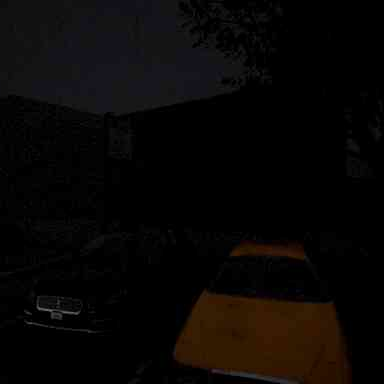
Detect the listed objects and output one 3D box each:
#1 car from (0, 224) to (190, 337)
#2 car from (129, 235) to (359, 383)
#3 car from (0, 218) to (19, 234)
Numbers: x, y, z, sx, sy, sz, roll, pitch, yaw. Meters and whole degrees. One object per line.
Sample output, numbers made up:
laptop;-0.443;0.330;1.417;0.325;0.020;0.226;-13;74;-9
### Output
car;-1.228;1.487;6.974;2.231;1.521;4.892;1;-1;16
car;1.160;1.480;5.045;1.946;1.575;5.366;1;-1;16
car;-8.550;1.528;12.209;2.002;1.452;4.674;1;-1;16
